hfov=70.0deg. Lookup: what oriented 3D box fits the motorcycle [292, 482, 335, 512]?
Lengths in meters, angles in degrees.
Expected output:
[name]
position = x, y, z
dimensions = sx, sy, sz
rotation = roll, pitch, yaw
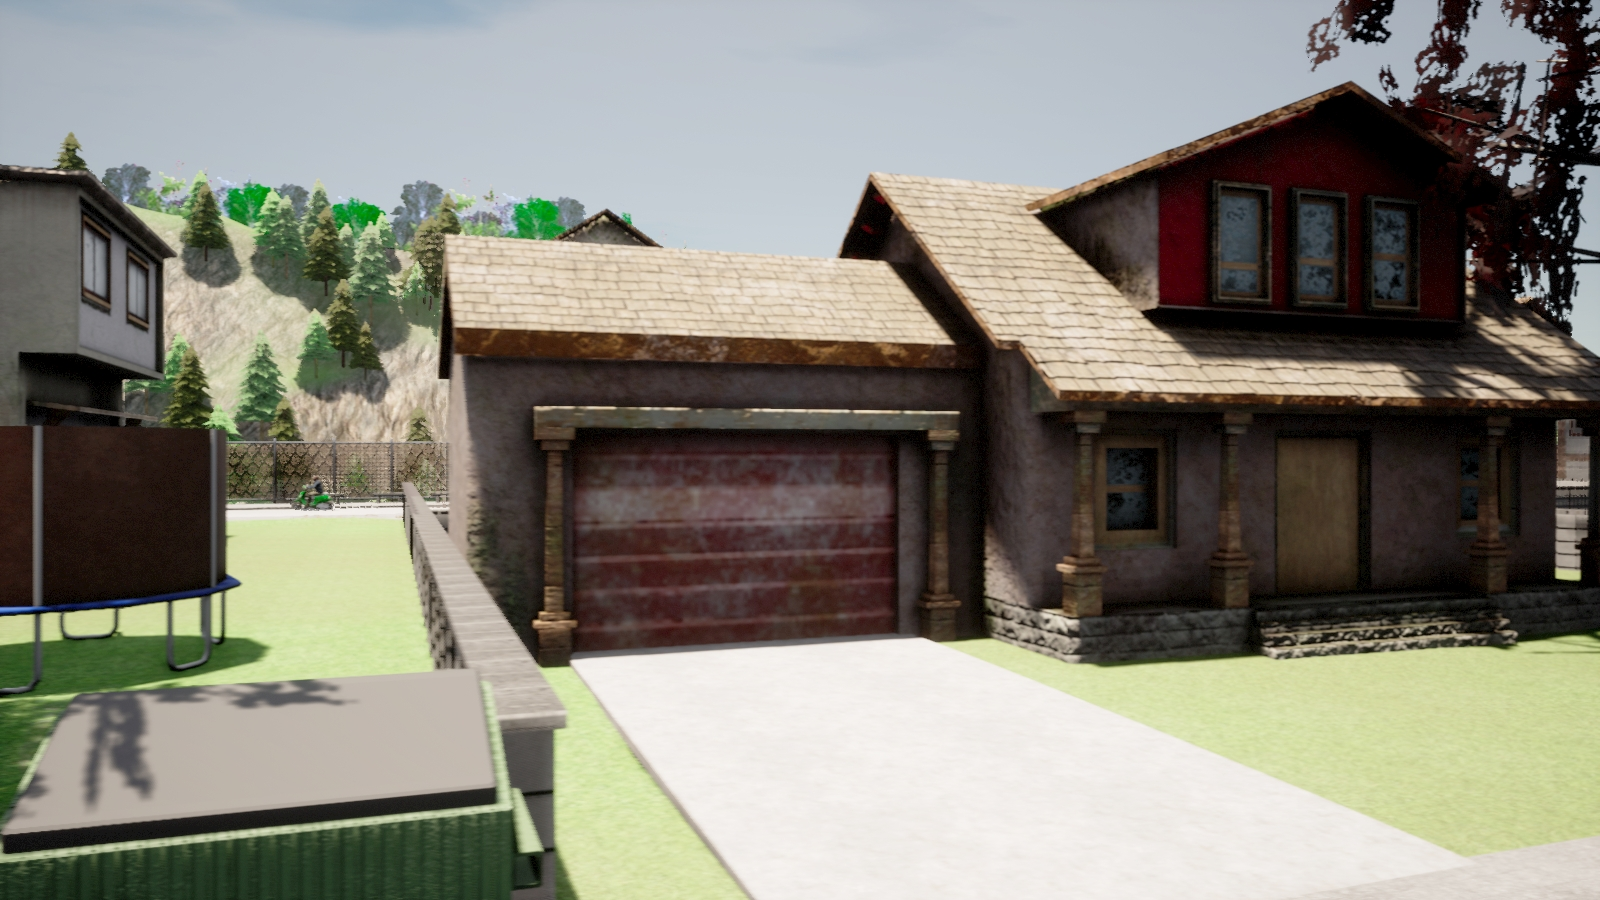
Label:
[motorcycle]
position = -22.399, 2.142, 52.637
dimensions = 1.805, 1.316, 0.856
rotation = 0, 0, -20
